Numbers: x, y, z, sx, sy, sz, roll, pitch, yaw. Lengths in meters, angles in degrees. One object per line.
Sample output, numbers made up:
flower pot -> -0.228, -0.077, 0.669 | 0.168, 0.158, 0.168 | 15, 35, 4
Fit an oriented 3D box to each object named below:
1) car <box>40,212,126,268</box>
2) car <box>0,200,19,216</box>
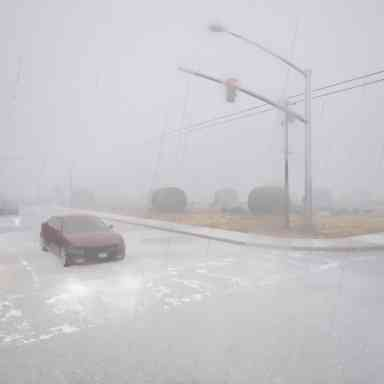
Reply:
car -> -4.016, 1.528, 11.770 | 1.882, 1.535, 5.008 | 0, 1, -35
car -> -17.719, 1.521, 31.545 | 1.882, 1.535, 5.008 | 0, 2, -35
